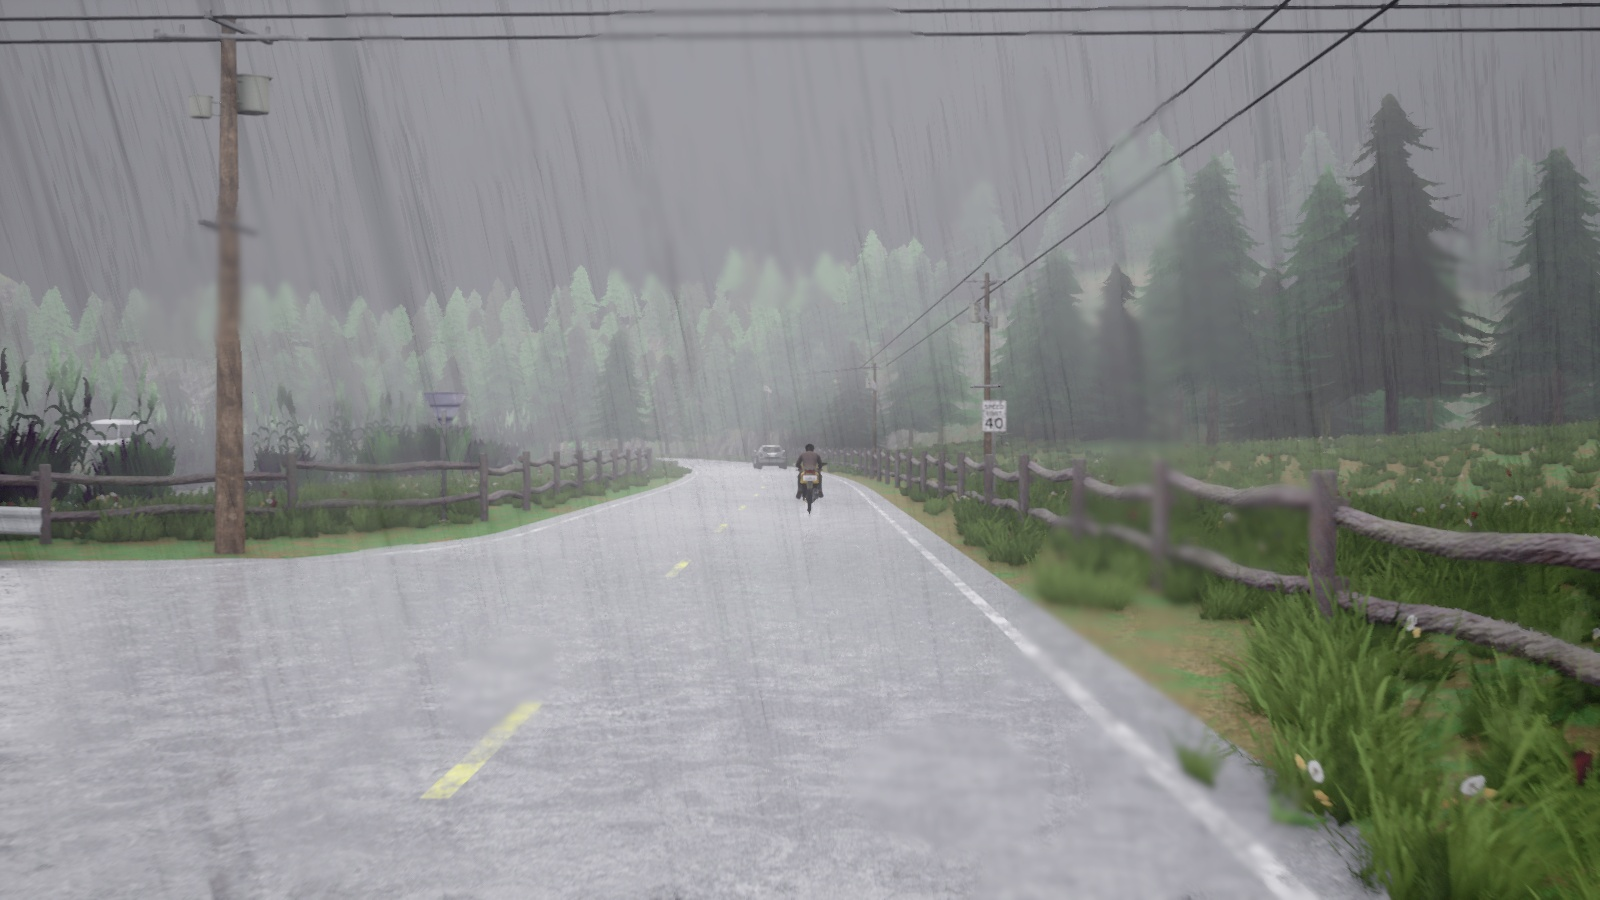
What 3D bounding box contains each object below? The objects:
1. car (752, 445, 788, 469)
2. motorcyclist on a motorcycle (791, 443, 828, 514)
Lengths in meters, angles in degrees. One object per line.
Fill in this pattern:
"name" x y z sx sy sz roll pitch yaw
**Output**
"car" -1.918 0.393 79.062 1.970 1.475 3.806 0 0 -7
"motorcyclist on a motorcycle" 0.213 0.616 28.010 0.797 1.523 2.044 0 0 0
